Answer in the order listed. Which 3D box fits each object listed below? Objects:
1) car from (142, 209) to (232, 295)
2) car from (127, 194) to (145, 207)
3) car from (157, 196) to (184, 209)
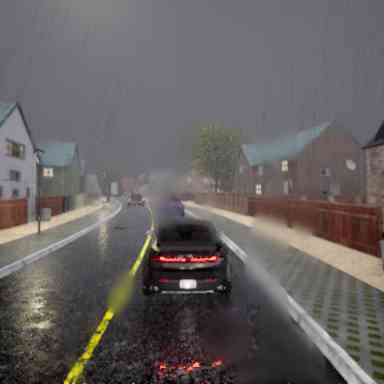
[{"bbox_3d":[-0.161,1.410,8.493,1.837,1.490,4.892,0,1,-2],"label":"car"},{"bbox_3d":[-7.170,0.996,42.677,2.097,1.767,4.553,0,0,-11],"label":"car"},{"bbox_3d":[-1.847,1.090,27.949,2.097,1.767,4.553,0,0,-7],"label":"car"}]
